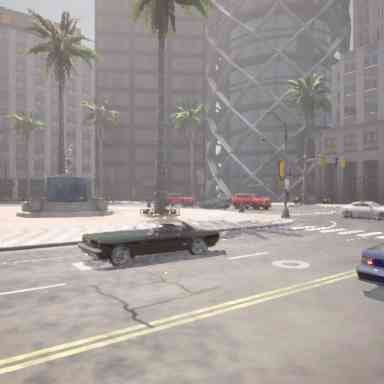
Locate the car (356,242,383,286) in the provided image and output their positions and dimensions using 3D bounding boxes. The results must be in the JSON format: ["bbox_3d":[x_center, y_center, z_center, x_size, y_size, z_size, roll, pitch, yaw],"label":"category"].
[{"bbox_3d":[6.197,1.547,8.193,5.357,1.411,2.033,0,0,-35],"label":"car"}]

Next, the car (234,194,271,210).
[{"bbox_3d":[7.629,1.221,43.192,2.150,2.045,5.566,0,0,-38],"label":"car"}]

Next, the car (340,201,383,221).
[{"bbox_3d":[14.723,1.525,27.685,1.812,1.442,4.674,0,0,-36],"label":"car"}]

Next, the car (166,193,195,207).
[{"bbox_3d":[-2.050,1.222,51.336,5.566,2.045,2.150,0,0,28],"label":"car"}]

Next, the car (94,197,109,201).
[{"bbox_3d":[-18.220,1.601,62.516,4.718,1.301,1.895,0,0,1],"label":"car"}]

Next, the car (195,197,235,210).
[{"bbox_3d":[2.970,1.564,43.127,4.181,1.385,1.994,0,0,44],"label":"car"}]

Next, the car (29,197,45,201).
[{"bbox_3d":[-27.984,1.564,61.633,4.181,1.385,1.994,0,0,-10],"label":"car"}]

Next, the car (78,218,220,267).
[{"bbox_3d":[-1.384,1.601,11.562,4.718,1.301,1.895,0,0,-35],"label":"car"}]
